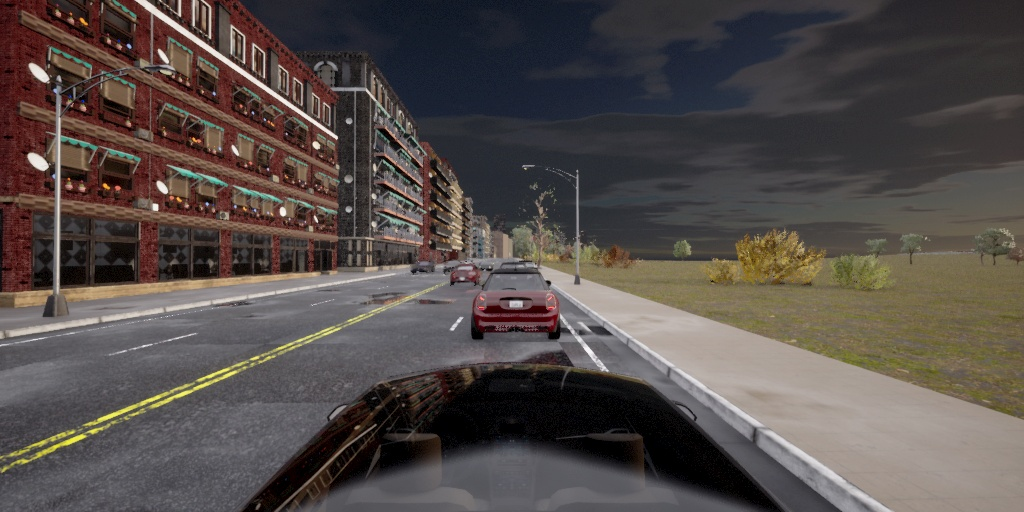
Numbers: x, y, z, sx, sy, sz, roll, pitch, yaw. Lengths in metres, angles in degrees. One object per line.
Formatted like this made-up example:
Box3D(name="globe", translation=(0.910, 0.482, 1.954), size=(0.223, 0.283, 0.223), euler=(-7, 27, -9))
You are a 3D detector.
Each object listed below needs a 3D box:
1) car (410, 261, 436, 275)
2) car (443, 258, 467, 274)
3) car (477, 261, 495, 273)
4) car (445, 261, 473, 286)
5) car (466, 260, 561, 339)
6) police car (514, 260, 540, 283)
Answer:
Box3D(name="car", translation=(-9.889, 1.298, 40.351), size=(2.033, 1.411, 5.357), euler=(0, 0, 0))
Box3D(name="car", translation=(-6.641, 1.255, 41.026), size=(1.837, 1.490, 4.892), euler=(0, 0, 0))
Box3D(name="car", translation=(-3.192, 1.351, 44.341), size=(1.895, 1.301, 4.718), euler=(0, 0, 0))
Box3D(name="car", translation=(-3.176, 1.278, 25.133), size=(1.812, 1.442, 4.674), euler=(0, 0, 0))
Box3D(name="car", translation=(0.083, 1.103, 10.179), size=(2.097, 1.767, 4.553), euler=(0, 0, 0))
Box3D(name="police car", translation=(1.109, 1.177, 29.446), size=(1.930, 1.638, 5.238), euler=(0, 0, 0))
